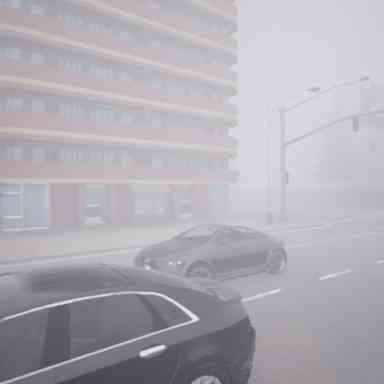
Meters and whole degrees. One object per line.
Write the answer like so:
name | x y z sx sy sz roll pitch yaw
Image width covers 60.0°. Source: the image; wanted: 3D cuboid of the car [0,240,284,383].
car | -1.569 1.514 2.844 4.892 1.490 1.837 0 0 -36

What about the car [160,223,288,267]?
car | 0.591 1.535 8.728 4.181 1.385 1.994 -1 0 -36
